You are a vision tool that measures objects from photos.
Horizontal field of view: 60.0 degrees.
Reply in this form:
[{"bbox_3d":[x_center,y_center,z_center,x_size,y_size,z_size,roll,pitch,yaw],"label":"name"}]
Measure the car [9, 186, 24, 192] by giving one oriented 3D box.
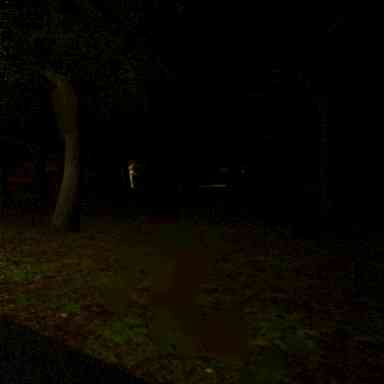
[{"bbox_3d":[-43.105,-0.761,79.790,1.882,1.535,5.008,-1,1,34],"label":"car"}]
